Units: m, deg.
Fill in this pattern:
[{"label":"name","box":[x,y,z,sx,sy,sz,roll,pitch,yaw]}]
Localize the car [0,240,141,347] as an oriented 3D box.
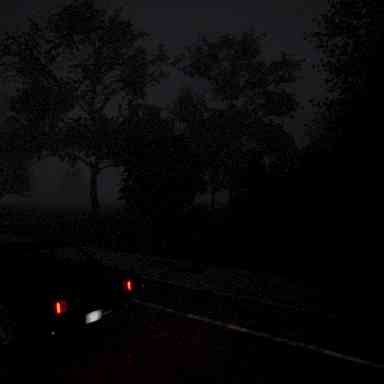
[{"label":"car","box":[-3.295,1.602,6.343,4.718,1.301,1.895,0,0,36]}]
